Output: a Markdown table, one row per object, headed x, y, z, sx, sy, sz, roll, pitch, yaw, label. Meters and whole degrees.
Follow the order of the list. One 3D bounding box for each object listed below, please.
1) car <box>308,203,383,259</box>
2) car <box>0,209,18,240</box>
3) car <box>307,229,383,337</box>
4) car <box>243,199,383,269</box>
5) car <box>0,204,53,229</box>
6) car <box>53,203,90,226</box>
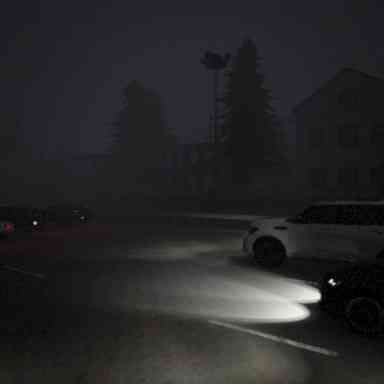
| x | y | z | sx | sy | sz | roll | pitch | yaw | label |
| --- | --- | --- | --- | --- | --- | --- | --- | --- | --- |
| 6.835 | 1.353 | 12.014 | 4.553 | 1.767 | 2.097 | 0 | 0 | 36 | car |
| -10.535 | 1.602 | 15.812 | 4.718 | 1.301 | 1.895 | 0 | 0 | 36 | car |
| 4.272 | 1.564 | 5.245 | 4.181 | 1.385 | 1.994 | 0 | 0 | 36 | car |
| 4.261 | 1.222 | 9.552 | 5.566 | 2.045 | 2.150 | 0 | 0 | 36 | car |
| -10.928 | 1.507 | 20.394 | 4.892 | 1.490 | 1.837 | 0 | 0 | 36 | car |
| -9.252 | 1.493 | 23.498 | 4.902 | 1.511 | 2.128 | 0 | 0 | 36 | car |
